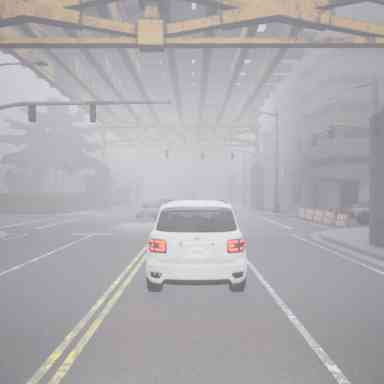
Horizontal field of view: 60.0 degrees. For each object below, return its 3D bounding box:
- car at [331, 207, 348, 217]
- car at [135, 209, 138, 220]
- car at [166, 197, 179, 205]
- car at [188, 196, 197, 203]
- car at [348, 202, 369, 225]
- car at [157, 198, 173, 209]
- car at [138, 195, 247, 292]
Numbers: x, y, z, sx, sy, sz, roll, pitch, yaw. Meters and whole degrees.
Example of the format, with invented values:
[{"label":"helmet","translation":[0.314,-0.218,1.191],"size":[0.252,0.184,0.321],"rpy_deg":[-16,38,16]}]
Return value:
[{"label":"car","translation":[13.653,1.295,26.257],"size":[4.536,1.218,1.853],"rpy_deg":[0,0,25]},{"label":"car","translation":[-3.580,1.601,28.155],"size":[1.895,1.301,4.718],"rpy_deg":[0,0,0]},{"label":"car","translation":[-3.489,1.564,60.412],"size":[1.994,1.385,4.181],"rpy_deg":[0,0,1]},{"label":"car","translation":[0.147,1.526,68.196],"size":[1.812,1.442,4.674],"rpy_deg":[0,0,0]},{"label":"car","translation":[13.277,1.453,22.120],"size":[4.974,1.542,2.038],"rpy_deg":[0,0,-20]},{"label":"car","translation":[-3.569,1.525,45.072],"size":[1.812,1.442,4.674],"rpy_deg":[0,0,0]},{"label":"car","translation":[0.085,1.221,9.075],"size":[2.150,2.045,5.566],"rpy_deg":[0,0,0]}]
